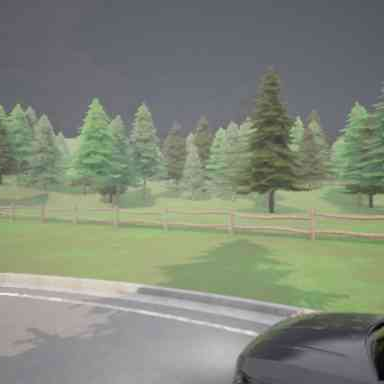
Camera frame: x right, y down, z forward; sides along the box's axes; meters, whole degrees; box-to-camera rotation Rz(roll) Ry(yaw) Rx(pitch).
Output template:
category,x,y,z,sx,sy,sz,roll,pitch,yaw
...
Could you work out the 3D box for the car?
category,x,y,z,sx,sy,sz,roll,pitch,yaw
car,2.596,1.483,2.140,4.892,1.490,1.837,-2,-1,34
